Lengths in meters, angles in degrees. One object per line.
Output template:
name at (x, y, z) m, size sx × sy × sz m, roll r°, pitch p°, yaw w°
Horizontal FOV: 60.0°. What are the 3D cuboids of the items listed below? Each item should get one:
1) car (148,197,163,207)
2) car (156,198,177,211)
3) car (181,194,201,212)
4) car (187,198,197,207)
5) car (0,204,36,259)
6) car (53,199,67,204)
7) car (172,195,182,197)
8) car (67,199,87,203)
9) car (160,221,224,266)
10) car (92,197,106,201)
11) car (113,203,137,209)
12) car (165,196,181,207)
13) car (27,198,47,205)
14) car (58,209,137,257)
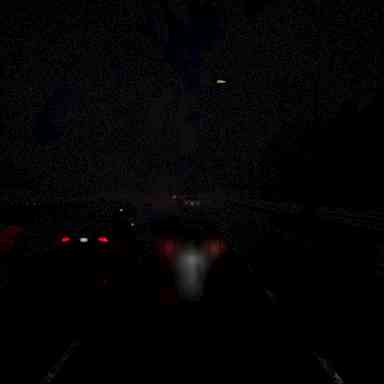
car at (-6.991, 1.934, 61.989) m, size 1.837 × 1.490 × 4.892 m, roll 0°, pitch 0°, yaw 0°
car at (-3.492, 1.921, 46.262) m, size 1.895 × 1.301 × 4.718 m, roll 0°, pitch 0°, yaw 0°
car at (0.007, 1.531, 44.799) m, size 2.150 × 2.045 × 5.566 m, roll 0°, pitch 0°, yaw 0°
car at (0.010, 1.906, 62.002) m, size 1.882 × 1.535 × 5.008 m, roll 0°, pitch 0°, yaw 0°
car at (-6.998, 1.404, 10.217) m, size 2.097 × 1.767 × 4.553 m, roll 0°, pitch 0°, yaw 0°
car at (-24.490, 2.027, 62.761) m, size 1.895 × 1.301 × 4.718 m, roll 0°, pitch 0°, yaw 0°
car at (-3.487, 2.065, 81.934) m, size 2.128 × 1.511 × 4.902 m, roll 0°, pitch 0°, yaw 0°
car at (-20.991, 1.972, 62.445) m, size 2.033 × 1.411 × 5.357 m, roll 0°, pitch 0°, yaw 0°
car at (0.002, 1.663, 11.784) m, size 1.895 × 1.301 × 4.718 m, roll 0°, pitch 0°, yaw 0°
car at (-17.497, 1.785, 62.579) m, size 2.097 × 1.767 × 4.553 m, roll 0°, pitch 0°, yaw 0°
car at (-6.994, 1.795, 34.996) m, size 1.994 × 1.385 × 4.181 m, roll 0°, pitch 0°, yaw 0°
car at (-3.490, 1.992, 61.978) m, size 1.994 × 1.385 × 4.181 m, roll 0°, pitch 0°, yaw 0°
car at (-27.998, 1.917, 60.064) m, size 1.837 × 1.490 × 4.892 m, roll 0°, pitch 0°, yaw 0°
car at (-3.497, 1.618, 13.259) m, size 2.033 × 1.411 × 5.357 m, roll 0°, pitch 0°, yaw 0°
